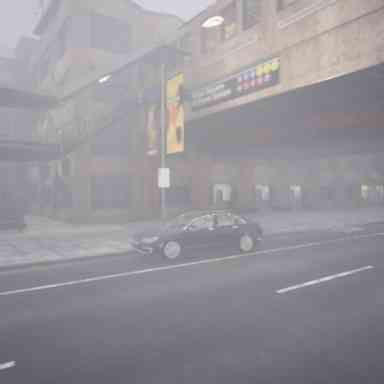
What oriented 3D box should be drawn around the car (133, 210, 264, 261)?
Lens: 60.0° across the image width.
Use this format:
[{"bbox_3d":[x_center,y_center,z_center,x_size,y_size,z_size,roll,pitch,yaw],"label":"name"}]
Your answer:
[{"bbox_3d":[0.314,1.442,12.084,4.892,1.521,2.231,0,0,-26],"label":"car"}]
